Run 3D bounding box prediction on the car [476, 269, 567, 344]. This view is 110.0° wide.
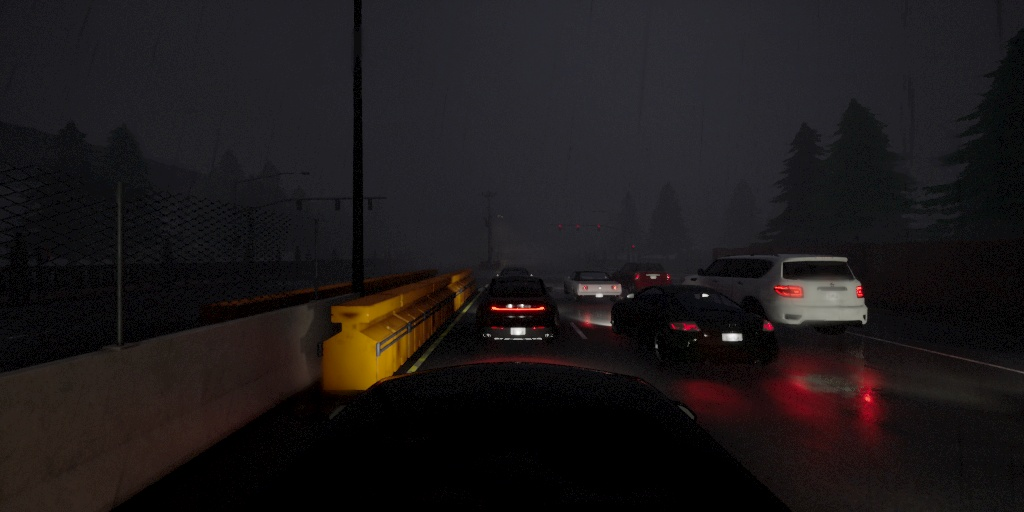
[{"bbox_3d":[0.120,1.255,9.570,1.837,1.490,4.892,0,0,0],"label":"car"}]

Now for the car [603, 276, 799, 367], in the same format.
[{"bbox_3d":[3.624,1.314,7.941,1.994,1.385,4.181,0,0,-1],"label":"car"}]

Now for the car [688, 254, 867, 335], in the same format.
[{"bbox_3d":[7.124,0.971,10.641,2.150,2.045,5.566,0,0,0],"label":"car"}]

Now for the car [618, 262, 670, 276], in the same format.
[{"bbox_3d":[7.147,1.102,20.227,2.097,1.767,4.553,0,0,0],"label":"car"}]

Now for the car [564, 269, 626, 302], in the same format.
[{"bbox_3d":[3.639,1.351,17.123,1.895,1.301,4.718,0,0,0],"label":"car"}]

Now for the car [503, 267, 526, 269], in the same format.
[{"bbox_3d":[0.141,1.297,19.088,2.033,1.411,5.357,0,0,0],"label":"car"}]
